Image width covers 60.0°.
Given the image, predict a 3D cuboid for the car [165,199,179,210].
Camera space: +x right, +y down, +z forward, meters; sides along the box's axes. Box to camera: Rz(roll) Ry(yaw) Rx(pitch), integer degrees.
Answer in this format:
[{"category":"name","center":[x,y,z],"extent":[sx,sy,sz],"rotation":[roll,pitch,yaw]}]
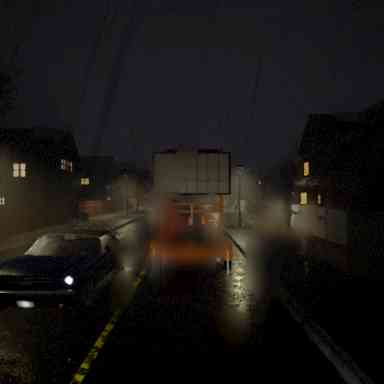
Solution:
[{"category":"car","center":[-2.752,1.691,46.404],"extent":[1.882,1.535,5.008],"rotation":[0,0,0]}]

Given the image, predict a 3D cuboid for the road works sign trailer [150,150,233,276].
[{"category":"road works sign trailer","center":[-0.004,0.483,10.447],"extent":[2.380,3.560,2.880],"rotation":[0,0,1]}]

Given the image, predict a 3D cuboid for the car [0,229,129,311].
[{"category":"car","center":[-2.851,1.613,7.893],"extent":[1.895,1.301,4.718],"rotation":[0,0,0]}]
